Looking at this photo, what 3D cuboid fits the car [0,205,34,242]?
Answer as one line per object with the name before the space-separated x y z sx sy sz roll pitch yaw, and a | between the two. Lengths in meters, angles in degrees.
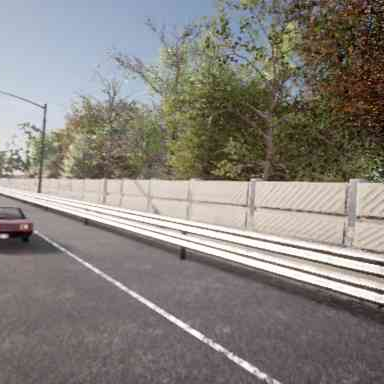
car | -7.758 1.161 13.255 1.895 1.301 4.718 4 -1 -36
